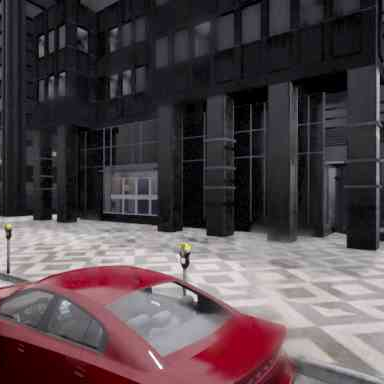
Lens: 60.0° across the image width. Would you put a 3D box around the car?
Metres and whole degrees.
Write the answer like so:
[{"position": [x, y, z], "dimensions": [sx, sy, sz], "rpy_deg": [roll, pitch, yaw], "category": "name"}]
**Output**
[{"position": [-1.167, 1.545, 3.798], "dimensions": [4.507, 1.381, 1.887], "rpy_deg": [0, 0, 36], "category": "car"}]
